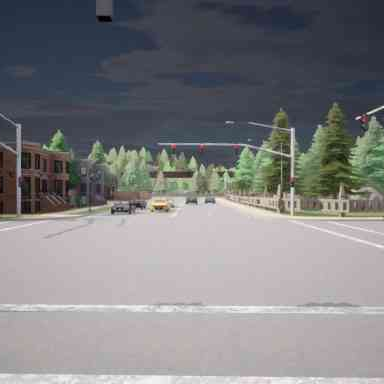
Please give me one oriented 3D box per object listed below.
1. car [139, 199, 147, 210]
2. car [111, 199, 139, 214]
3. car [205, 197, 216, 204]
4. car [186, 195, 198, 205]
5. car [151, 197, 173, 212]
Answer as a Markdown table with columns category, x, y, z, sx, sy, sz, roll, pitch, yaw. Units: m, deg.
| category | x | y | z | sx | sy | sz | roll | pitch | yaw |
| --- | --- | --- | --- | --- | --- | --- | --- | --- | --- |
| car | -7.124 | 1.601 | 43.587 | 1.895 | 1.301 | 4.718 | 0 | 0 | 0 |
| car | -7.127 | 1.564 | 34.835 | 1.994 | 1.385 | 4.181 | 0 | 0 | 0 |
| car | 3.545 | 1.564 | 65.183 | 1.994 | 1.385 | 4.181 | 0 | 0 | 0 |
| car | -0.052 | 1.352 | 60.203 | 2.097 | 1.767 | 4.553 | 0 | 0 | 0 |
| car | -3.627 | 1.478 | 38.810 | 1.882 | 1.535 | 5.008 | 0 | 0 | 0 |
